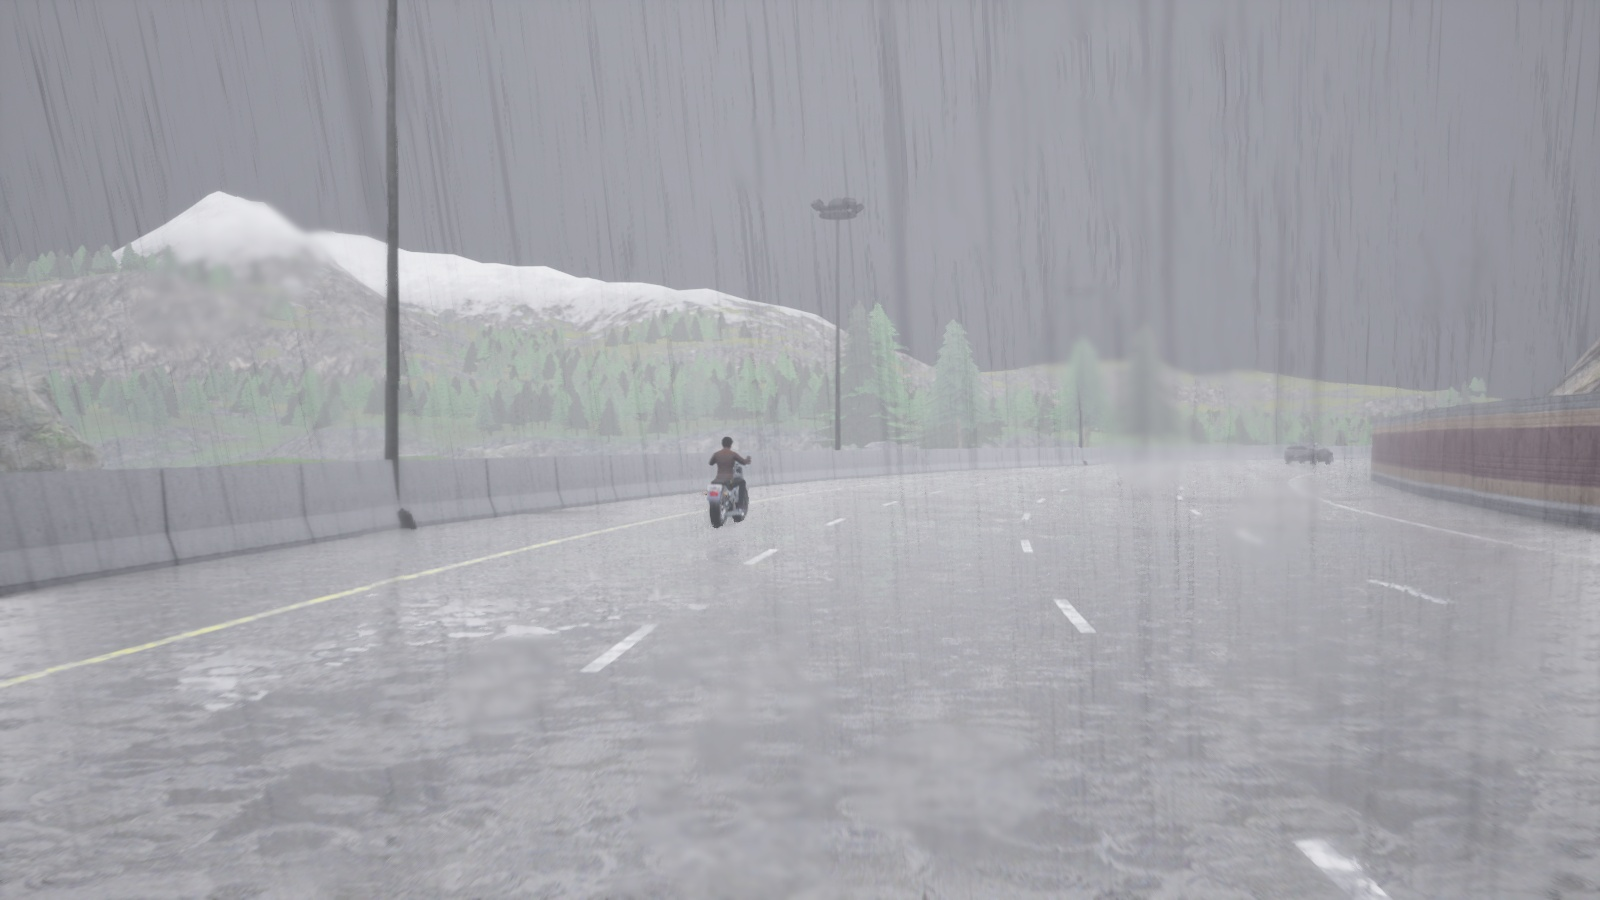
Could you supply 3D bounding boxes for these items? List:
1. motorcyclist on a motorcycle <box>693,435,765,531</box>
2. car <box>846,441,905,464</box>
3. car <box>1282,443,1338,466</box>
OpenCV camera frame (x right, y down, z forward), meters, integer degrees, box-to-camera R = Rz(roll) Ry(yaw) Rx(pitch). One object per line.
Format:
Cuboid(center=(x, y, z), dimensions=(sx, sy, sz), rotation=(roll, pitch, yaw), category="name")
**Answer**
Cuboid(center=(-1.267, 0.566, 22.995), dimensions=(0.766, 1.649, 2.350), rotation=(1, 0, 10), category="motorcyclist on a motorcycle")
Cuboid(center=(5.552, 0.164, 91.939), dimensions=(2.033, 1.649, 4.856), rotation=(0, 0, 35), category="car")
Cuboid(center=(33.573, 0.275, 82.577), dimensions=(2.128, 1.511, 4.902), rotation=(0, 0, 39), category="car")
